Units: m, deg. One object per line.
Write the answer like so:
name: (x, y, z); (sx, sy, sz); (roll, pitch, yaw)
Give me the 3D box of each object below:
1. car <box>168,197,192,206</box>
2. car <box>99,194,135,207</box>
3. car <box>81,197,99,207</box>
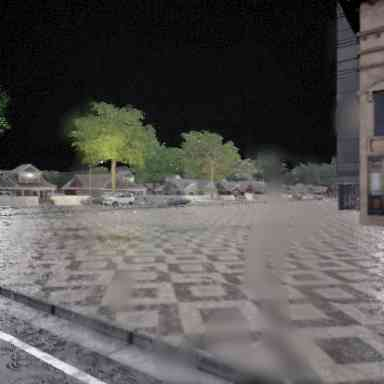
car: (-1.980, 1.601, 55.465); (2.128, 1.511, 4.902); (0, 0, 38)
car: (-11.684, 1.288, 53.600); (2.150, 2.045, 5.566); (0, 0, 38)
car: (-15.606, 1.554, 53.836); (1.837, 1.490, 4.892); (0, 0, 38)
